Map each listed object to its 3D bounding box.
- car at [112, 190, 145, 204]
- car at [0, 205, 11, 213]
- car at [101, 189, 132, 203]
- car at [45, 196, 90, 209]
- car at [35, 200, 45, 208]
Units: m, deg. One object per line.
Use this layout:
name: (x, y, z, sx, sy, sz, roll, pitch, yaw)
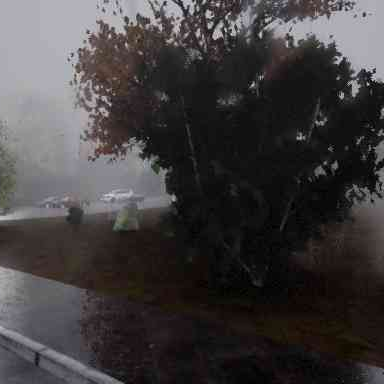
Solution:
car: (-9.172, 0.964, 50.270, 1.812, 1.442, 4.674, 0, 3, 39)
car: (-21.710, 1.646, 34.668, 1.895, 1.301, 4.718, 0, 1, 39)
car: (-11.723, 0.658, 52.674, 2.150, 2.045, 5.566, 0, 3, 39)
car: (-15.498, 1.306, 42.403, 1.882, 1.535, 5.008, 0, 2, 39)
car: (-18.355, 1.350, 44.435, 1.837, 1.490, 4.892, 0, 2, 39)
